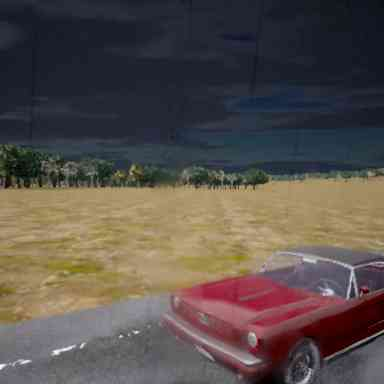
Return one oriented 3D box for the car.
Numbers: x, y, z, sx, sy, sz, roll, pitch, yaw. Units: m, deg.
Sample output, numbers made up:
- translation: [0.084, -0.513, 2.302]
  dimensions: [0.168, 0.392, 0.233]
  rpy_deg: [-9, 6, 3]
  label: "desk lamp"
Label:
- translation: [1.945, 1.618, 5.268]
  dimensions: [4.718, 1.301, 1.895]
  rpy_deg: [0, 0, -36]
  label: "car"
